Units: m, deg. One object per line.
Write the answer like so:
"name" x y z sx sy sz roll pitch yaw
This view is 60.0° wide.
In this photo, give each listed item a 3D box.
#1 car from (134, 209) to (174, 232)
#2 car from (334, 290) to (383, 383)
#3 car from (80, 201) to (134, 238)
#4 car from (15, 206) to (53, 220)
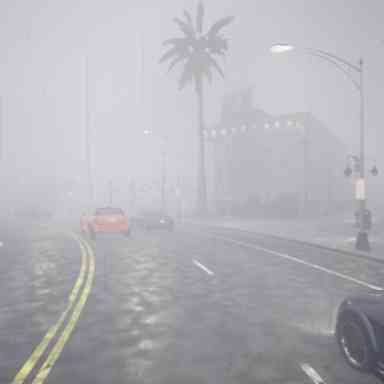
"car" -2.816 1.832 22.330 1.994 1.385 4.181 0 -1 -29
"car" 3.151 1.594 3.138 1.994 1.385 4.181 0 -1 -5
"car" -5.191 1.594 19.457 2.097 1.767 4.553 0 -1 -26
"car" -15.492 2.019 32.419 4.718 1.301 1.895 -1 -1 41
